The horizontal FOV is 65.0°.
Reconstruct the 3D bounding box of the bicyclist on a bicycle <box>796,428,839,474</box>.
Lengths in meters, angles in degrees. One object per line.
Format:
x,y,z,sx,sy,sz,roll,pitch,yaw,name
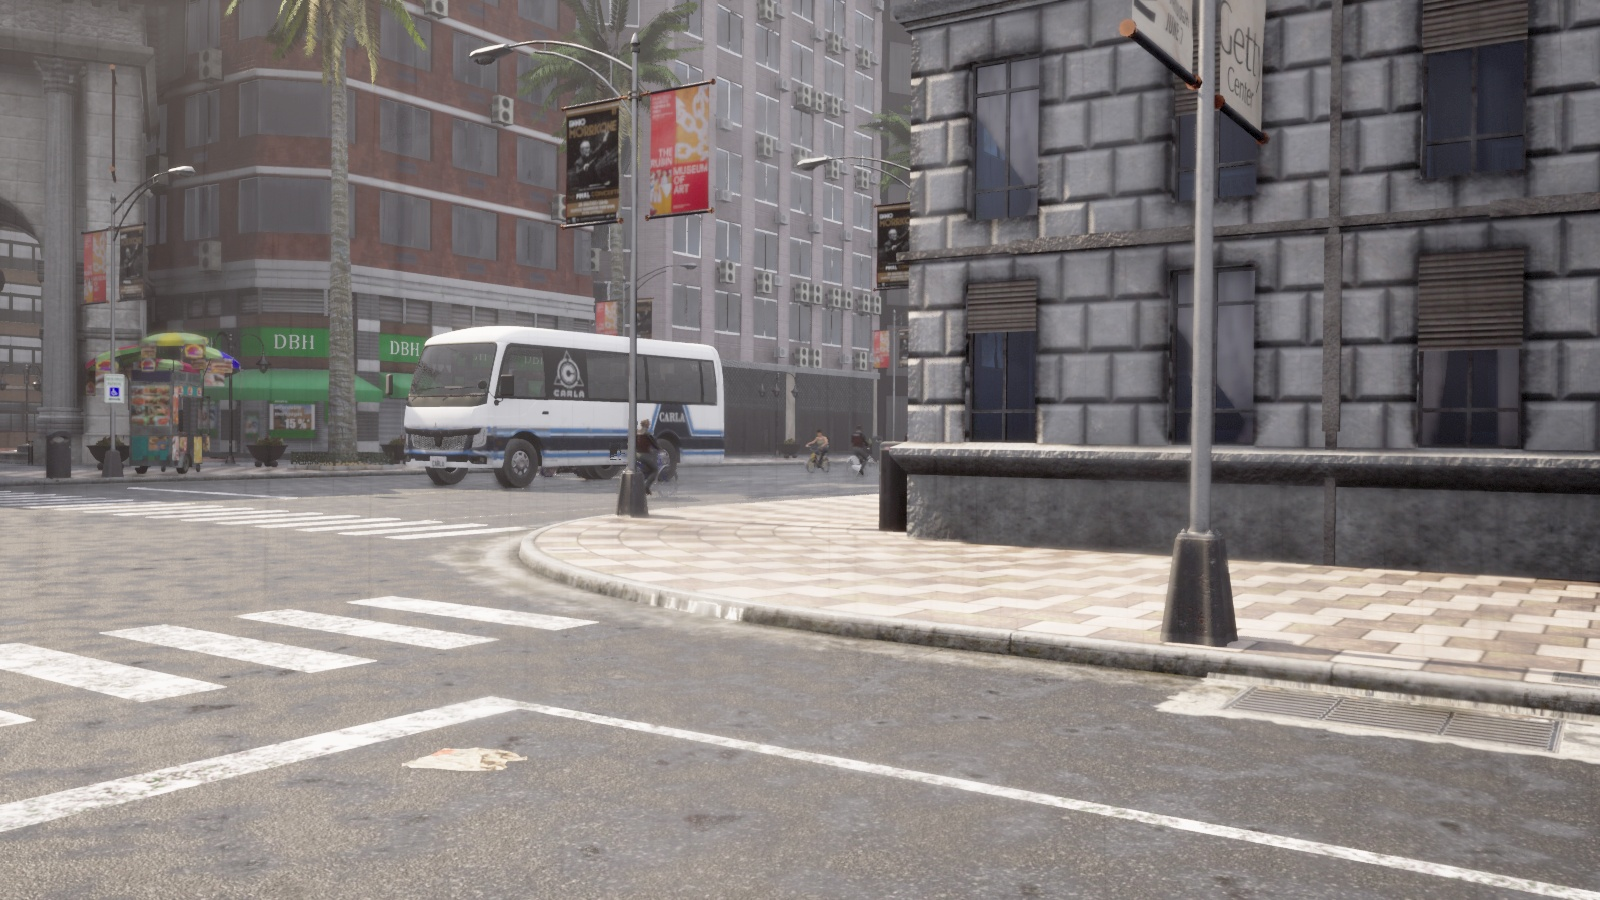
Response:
0.648,0.036,45.953,0.866,1.612,1.509,0,2,35,bicyclist on a bicycle

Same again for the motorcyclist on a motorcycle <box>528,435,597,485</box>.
-7.592,0.287,40.176,0.866,1.530,2.191,0,1,33,motorcyclist on a motorcycle

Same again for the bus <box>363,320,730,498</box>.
-6.667,-1.067,35.331,3.944,4.253,10.273,0,1,34,bus

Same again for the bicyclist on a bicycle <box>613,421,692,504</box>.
-3.247,0.252,27.775,0.659,1.776,1.843,0,1,34,bicyclist on a bicycle

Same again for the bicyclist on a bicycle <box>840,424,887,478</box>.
2.131,0.009,42.034,0.659,1.776,1.843,0,1,35,bicyclist on a bicycle
